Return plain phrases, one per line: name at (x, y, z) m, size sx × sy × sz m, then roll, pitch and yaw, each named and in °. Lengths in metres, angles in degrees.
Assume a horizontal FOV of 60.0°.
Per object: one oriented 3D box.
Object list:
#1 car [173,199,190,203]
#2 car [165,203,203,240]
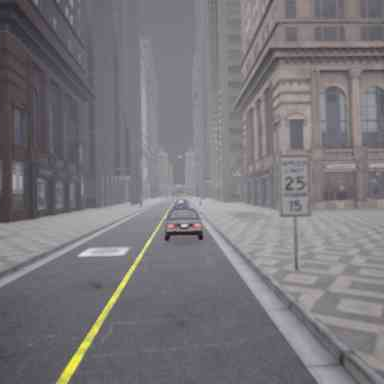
car at (-1.190, 1.526, 37.990) m, size 1.812 × 1.442 × 4.674 m, roll -1°, pitch 0°, yaw -2°
car at (-0.438, 1.538, 17.193) m, size 2.033 × 1.411 × 5.357 m, roll -1°, pitch 0°, yaw -2°
